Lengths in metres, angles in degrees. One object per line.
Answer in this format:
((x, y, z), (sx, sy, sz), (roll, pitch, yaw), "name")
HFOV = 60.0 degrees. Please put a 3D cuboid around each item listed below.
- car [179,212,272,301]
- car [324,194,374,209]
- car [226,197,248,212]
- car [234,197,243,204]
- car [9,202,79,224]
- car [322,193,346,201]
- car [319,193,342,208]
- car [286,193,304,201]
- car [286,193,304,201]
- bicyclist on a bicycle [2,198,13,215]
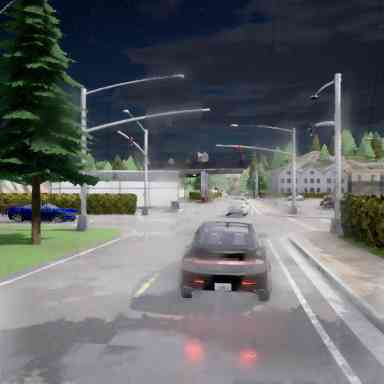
((0.884, 1.492, 8.373), (2.128, 1.511, 4.902), (0, 0, 8), "car")
((18.287, 1.340, 38.589), (4.514, 1.523, 2.007), (0, 0, 8), "car")
((4.455, 1.526, 32.415), (1.812, 1.442, 4.674), (1, 0, 11), "car")
((9.435, 1.601, 67.364), (1.895, 1.301, 4.718), (0, 0, 8), "car")
((-10.801, 1.478, 24.427), (5.008, 1.535, 1.882), (0, 0, 8), "car")
((31.761, 1.097, 74.502), (4.605, 1.855, 1.932), (0, 0, 8), "car")
((18.669, 1.330, 41.703), (5.027, 1.636, 2.152), (0, 0, 8), "car")
((23.359, 1.361, 75.638), (3.806, 1.475, 1.970), (0, 0, 8), "car")
((24.424, 1.077, 78.846), (3.866, 1.878, 1.905), (0, 0, 8), "car")
((-17.964, 1.453, 32.495), (0.582, 1.620, 1.656), (0, 0, 7), "bicyclist on a bicycle")
